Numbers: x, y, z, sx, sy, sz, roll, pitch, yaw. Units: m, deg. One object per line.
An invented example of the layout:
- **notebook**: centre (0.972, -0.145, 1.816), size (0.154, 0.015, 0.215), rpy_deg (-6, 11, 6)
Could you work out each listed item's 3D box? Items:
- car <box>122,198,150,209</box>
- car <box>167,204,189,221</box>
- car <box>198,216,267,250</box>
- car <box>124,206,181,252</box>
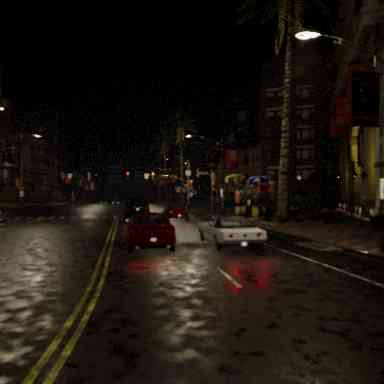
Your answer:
- **car**: centre (-4.840, 1.498, 28.964), size (2.150, 2.045, 5.566), rpy_deg (0, 0, -12)
- **car**: centre (-1.478, 1.812, 30.016), size (1.812, 1.442, 4.674), rpy_deg (0, 0, -11)
- **car**: centre (1.588, 1.741, 15.060), size (1.895, 1.301, 4.718), rpy_deg (0, -1, -11)
- **car**: centre (-1.909, 1.621, 14.715), size (1.882, 1.535, 5.008), rpy_deg (0, 0, -11)
